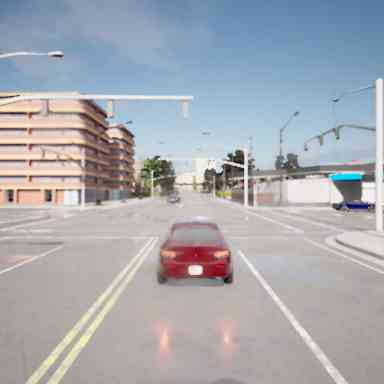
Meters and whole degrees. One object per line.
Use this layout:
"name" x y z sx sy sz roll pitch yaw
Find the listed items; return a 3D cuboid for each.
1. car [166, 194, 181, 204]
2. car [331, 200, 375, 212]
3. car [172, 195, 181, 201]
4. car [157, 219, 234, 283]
"car" -3.541 1.215 61.132 2.097 1.767 4.553 0 0 1
"car" 18.016 1.518 36.718 4.718 1.301 1.895 0 0 1
"car" -3.501 1.424 76.330 1.895 1.301 4.718 0 0 0
"car" 0.082 1.504 9.435 1.812 1.442 4.674 0 0 0
